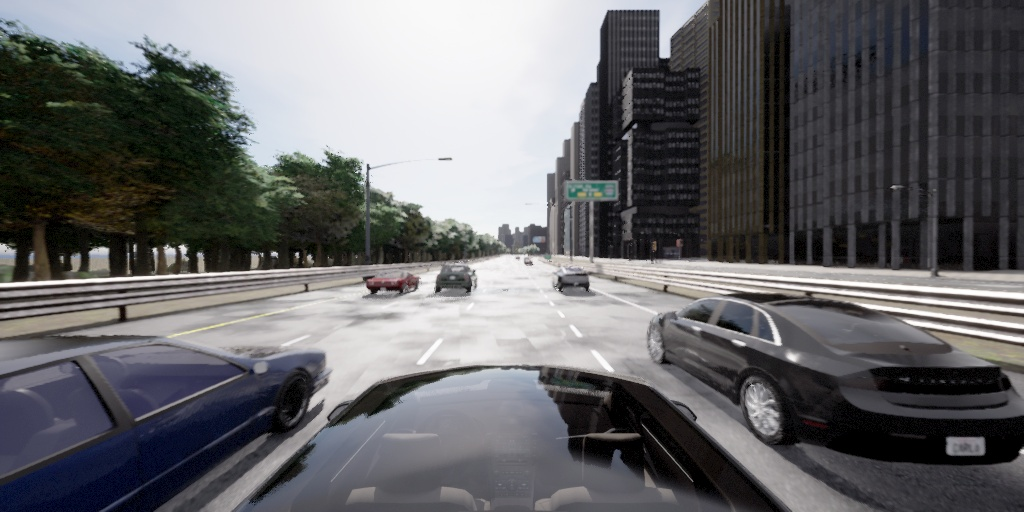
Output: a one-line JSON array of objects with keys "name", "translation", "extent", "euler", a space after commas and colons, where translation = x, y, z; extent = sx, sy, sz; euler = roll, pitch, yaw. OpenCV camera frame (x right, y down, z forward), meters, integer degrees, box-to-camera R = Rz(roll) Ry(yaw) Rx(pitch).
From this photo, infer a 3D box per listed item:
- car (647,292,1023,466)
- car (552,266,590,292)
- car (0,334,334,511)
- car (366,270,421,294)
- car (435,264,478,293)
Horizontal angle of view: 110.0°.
[{"name": "car", "translation": [3.602, 1.284, 5.273], "extent": [1.837, 1.490, 4.892], "euler": [0, -1, 0]}, {"name": "car", "translation": [3.642, 1.401, 22.728], "extent": [2.128, 1.511, 4.902], "euler": [0, 0, 0]}, {"name": "car", "translation": [-3.400, 1.304, 2.506], "extent": [2.033, 1.411, 5.357], "euler": [0, 0, 0]}, {"name": "car", "translation": [-6.862, 1.500, 21.334], "extent": [1.895, 1.301, 4.718], "euler": [0, 0, 0]}, {"name": "car", "translation": [-3.360, 1.259, 22.455], "extent": [2.097, 1.767, 4.553], "euler": [0, 0, 0]}]
